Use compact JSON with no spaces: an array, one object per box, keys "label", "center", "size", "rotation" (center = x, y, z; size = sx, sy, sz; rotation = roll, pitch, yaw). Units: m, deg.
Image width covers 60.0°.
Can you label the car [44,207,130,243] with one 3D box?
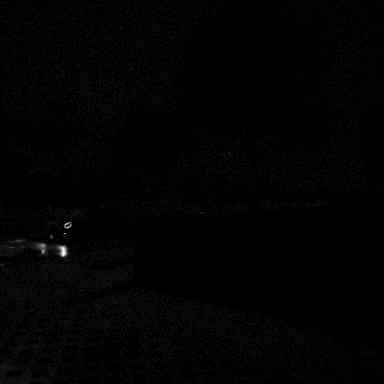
[{"label":"car","center":[-5.573,1.656,18.064],"size":[2.097,1.767,4.553],"rotation":[-1,-2,35]}]

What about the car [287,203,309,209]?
[{"label":"car","center":[14.772,2.351,46.131],"size":[1.837,1.490,4.892],"rotation":[-1,-2,39]}]

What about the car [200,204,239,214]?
[{"label":"car","center":[2.447,1.878,29.518],"size":[2.097,1.767,4.553],"rotation":[-1,-2,35]}]
